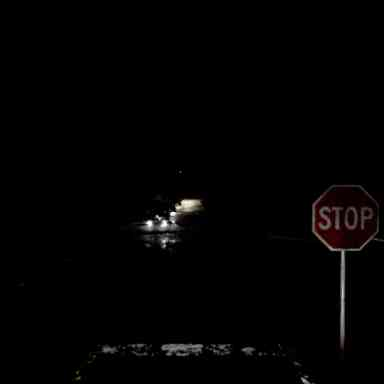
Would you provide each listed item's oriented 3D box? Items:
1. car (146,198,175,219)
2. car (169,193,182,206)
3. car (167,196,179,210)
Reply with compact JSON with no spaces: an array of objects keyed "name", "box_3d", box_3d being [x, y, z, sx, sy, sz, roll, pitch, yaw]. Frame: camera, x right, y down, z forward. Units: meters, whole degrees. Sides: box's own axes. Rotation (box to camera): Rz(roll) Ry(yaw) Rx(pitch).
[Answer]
[{"name":"car","box_3d":[-2.825,1.542,29.145,2.033,1.411,5.357,0,0,-1]},{"name":"car","box_3d":[-2.839,1.191,53.720,2.150,2.045,5.566,0,0,0]},{"name":"car","box_3d":[-2.854,1.514,39.081,1.812,1.442,4.674,0,0,0]}]
